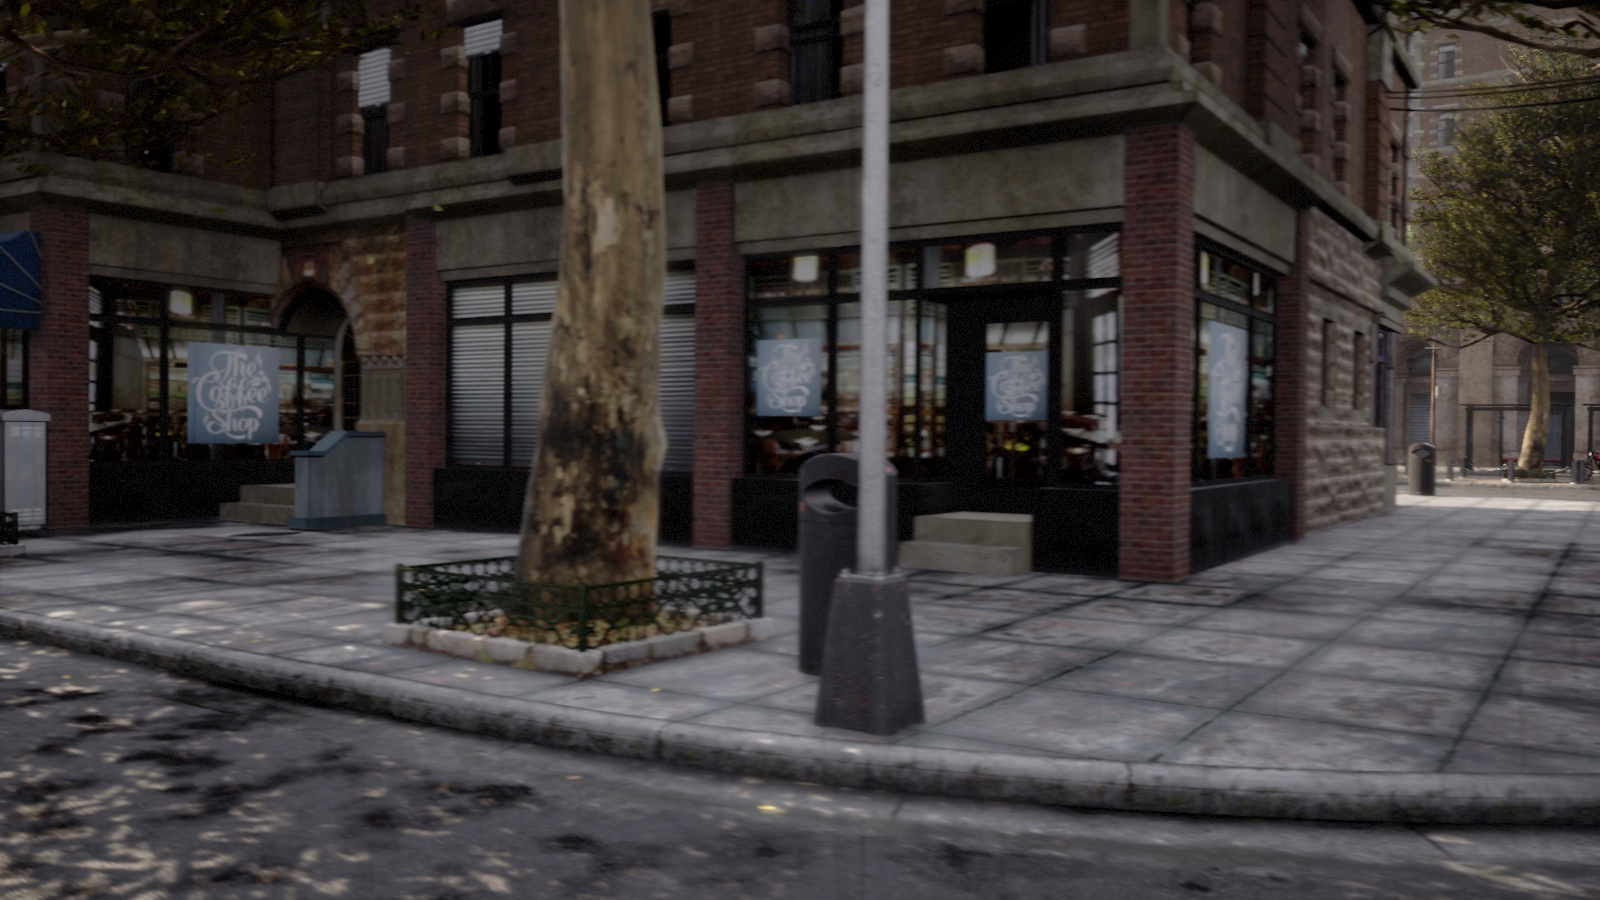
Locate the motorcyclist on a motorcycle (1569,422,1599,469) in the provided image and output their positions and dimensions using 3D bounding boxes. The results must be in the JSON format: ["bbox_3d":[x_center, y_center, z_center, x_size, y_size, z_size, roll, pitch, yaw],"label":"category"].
[{"bbox_3d":[28.436,-0.179,44.171,2.350,1.649,0.766,0,1,34],"label":"motorcyclist on a motorcycle"}]
